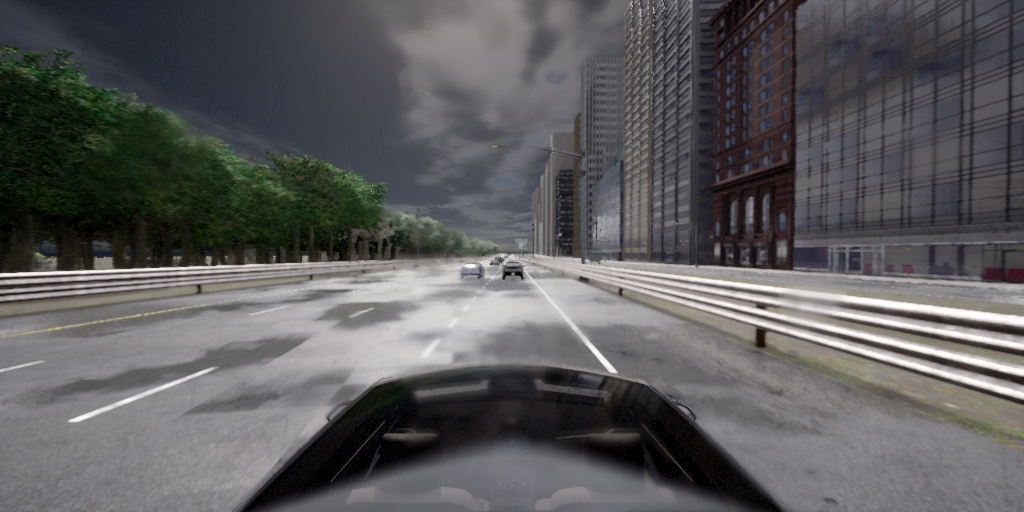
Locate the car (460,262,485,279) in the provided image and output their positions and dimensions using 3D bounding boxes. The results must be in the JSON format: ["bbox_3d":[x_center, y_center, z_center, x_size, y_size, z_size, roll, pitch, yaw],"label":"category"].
[{"bbox_3d":[-3.521,1.288,32.630,2.033,1.411,5.357,0,0,0],"label":"car"}]

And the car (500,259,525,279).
[{"bbox_3d":[0.084,1.258,32.951,1.837,1.490,4.892,0,0,0],"label":"car"}]
